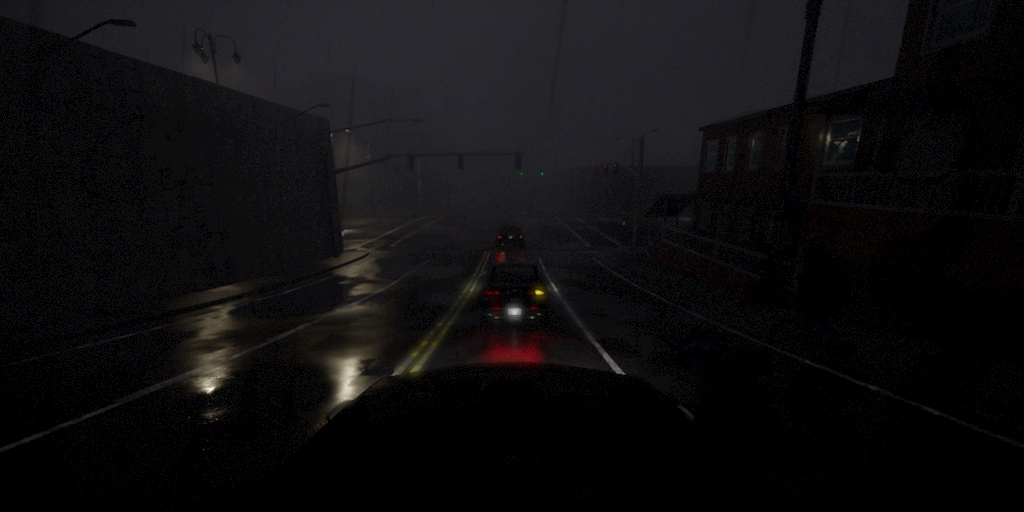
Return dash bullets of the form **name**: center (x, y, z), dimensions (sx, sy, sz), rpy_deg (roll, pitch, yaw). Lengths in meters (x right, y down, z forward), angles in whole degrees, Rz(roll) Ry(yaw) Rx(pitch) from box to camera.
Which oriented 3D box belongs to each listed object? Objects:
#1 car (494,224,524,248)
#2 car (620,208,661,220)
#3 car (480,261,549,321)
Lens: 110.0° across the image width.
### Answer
- **car**: center (-0.291, -1.810, 28.635), dimensions (2.097, 1.767, 4.553), rpy_deg (-1, 12, -5)
- **car**: center (16.467, -5.429, 45.965), dimensions (5.008, 1.535, 1.882), rpy_deg (0, 12, 0)
- **car**: center (0.081, 0.908, 11.086), dimensions (1.837, 1.490, 4.892), rpy_deg (0, 5, 0)
